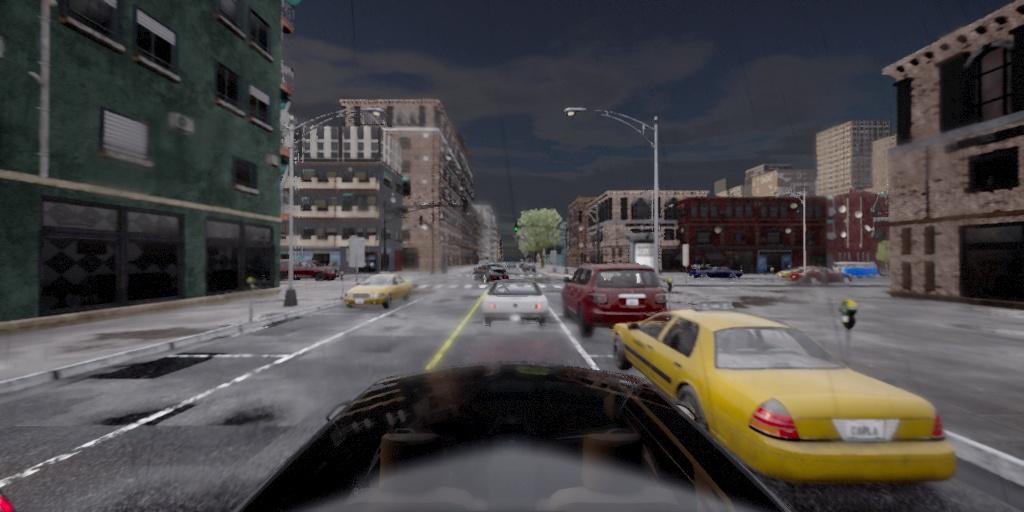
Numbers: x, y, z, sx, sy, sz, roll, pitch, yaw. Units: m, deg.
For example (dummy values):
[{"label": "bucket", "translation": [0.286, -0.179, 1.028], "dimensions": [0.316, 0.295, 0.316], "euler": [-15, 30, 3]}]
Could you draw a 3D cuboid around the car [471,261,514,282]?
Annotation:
[{"label": "car", "translation": [-1.932, 1.485, 30.107], "dimensions": [1.837, 1.490, 4.892], "euler": [2, -1, -25]}]

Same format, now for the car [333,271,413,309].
[{"label": "car", "translation": [-5.687, 1.389, 15.775], "dimensions": [1.751, 1.417, 4.829], "euler": [0, 0, 0]}]

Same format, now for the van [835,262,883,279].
[{"label": "van", "translation": [37.148, 1.565, 38.926], "dimensions": [3.998, 1.789, 1.690], "euler": [0, 0, 0]}]

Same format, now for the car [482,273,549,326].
[{"label": "car", "translation": [0.103, 1.433, 12.074], "dimensions": [1.895, 1.301, 4.718], "euler": [0, 0, 0]}]

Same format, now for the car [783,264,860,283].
[{"label": "car", "translation": [26.157, 1.649, 30.420], "dimensions": [4.507, 1.381, 1.888], "euler": [0, 0, 0]}]

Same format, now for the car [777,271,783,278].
[{"label": "car", "translation": [31.453, 1.722, 38.888], "dimensions": [4.829, 1.417, 1.751], "euler": [0, 0, 0]}]

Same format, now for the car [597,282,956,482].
[{"label": "car", "translation": [2.691, 1.301, 5.033], "dimensions": [1.751, 1.417, 4.829], "euler": [0, 0, 0]}]

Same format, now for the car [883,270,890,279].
[{"label": "car", "translation": [42.674, 1.803, 38.963], "dimensions": [4.403, 1.370, 2.007], "euler": [0, 0, 0]}]

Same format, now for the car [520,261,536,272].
[{"label": "car", "translation": [2.707, 1.746, 53.891], "dimensions": [2.007, 1.370, 4.403], "euler": [0, 0, 0]}]

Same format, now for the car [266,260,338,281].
[{"label": "car", "translation": [-17.267, 1.241, 30.179], "dimensions": [5.009, 1.841, 2.192], "euler": [0, 0, 0]}]

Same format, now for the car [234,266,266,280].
[{"label": "car", "translation": [-23.461, 1.527, 32.732], "dimensions": [4.718, 1.301, 1.895], "euler": [0, 0, 0]}]

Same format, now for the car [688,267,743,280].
[{"label": "car", "translation": [20.445, 1.724, 36.230], "dimensions": [4.718, 1.301, 1.895], "euler": [0, 0, 0]}]

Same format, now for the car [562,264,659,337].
[{"label": "car", "translation": [2.693, 1.134, 10.402], "dimensions": [2.192, 1.841, 5.009], "euler": [0, 0, 0]}]
